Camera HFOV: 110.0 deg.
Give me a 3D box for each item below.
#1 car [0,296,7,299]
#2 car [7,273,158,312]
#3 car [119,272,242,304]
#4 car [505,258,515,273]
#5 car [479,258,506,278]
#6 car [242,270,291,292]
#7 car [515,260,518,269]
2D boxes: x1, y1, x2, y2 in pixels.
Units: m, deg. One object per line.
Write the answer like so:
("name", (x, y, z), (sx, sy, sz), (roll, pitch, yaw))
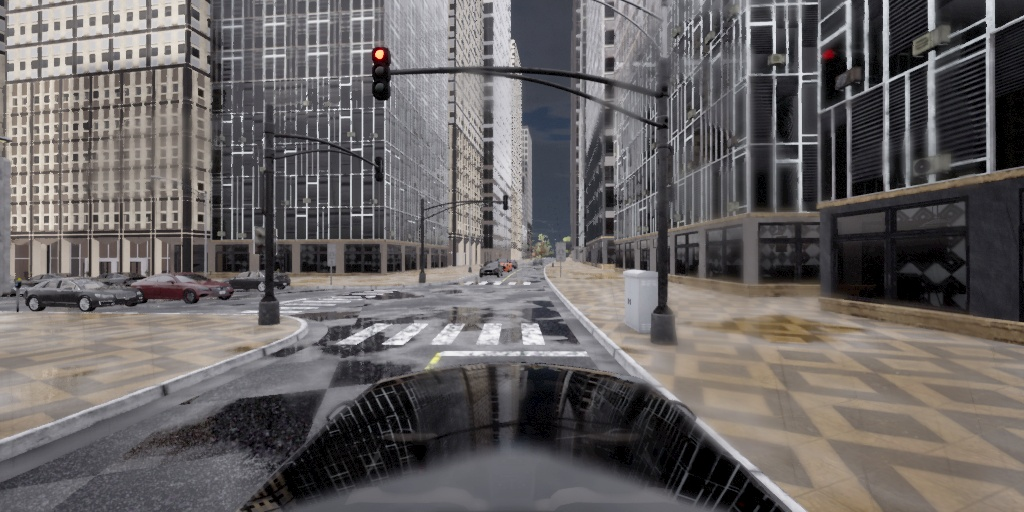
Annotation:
("car", (-28.321, 1.709, 19.475), (4.902, 1.511, 2.128), (-1, 0, 9))
("car", (-18.127, 1.567, 15.228), (4.403, 1.370, 2.007), (0, 0, 9))
("car", (-16.168, 1.527, 17.544), (4.674, 1.442, 1.812), (-1, 0, 9))
("car", (-1.183, 1.074, 43.786), (2.097, 1.767, 4.553), (0, 0, 5))
("car", (-1.924, 1.238, 34.207), (1.837, 1.490, 4.892), (0, 0, 4))
("car", (-16.815, 1.610, 23.505), (4.403, 1.370, 2.007), (0, 0, 9))
("car", (-0.167, 1.252, 54.329), (2.033, 1.411, 5.357), (0, 0, 6))
